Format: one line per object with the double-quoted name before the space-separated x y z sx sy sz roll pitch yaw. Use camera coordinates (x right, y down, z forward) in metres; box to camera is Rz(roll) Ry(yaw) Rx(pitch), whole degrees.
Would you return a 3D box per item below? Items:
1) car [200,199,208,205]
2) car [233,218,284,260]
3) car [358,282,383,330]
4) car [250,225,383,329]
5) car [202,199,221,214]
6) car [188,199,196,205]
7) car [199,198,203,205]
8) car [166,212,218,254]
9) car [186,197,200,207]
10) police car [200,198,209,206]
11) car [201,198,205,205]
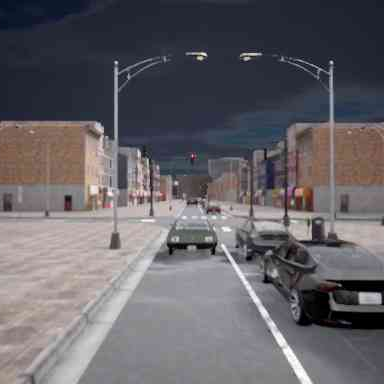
"car" 3.050 2.558 86.880 1.812 1.442 4.674 0 -1 0
"car" 2.644 1.674 12.685 2.008 1.369 4.403 0 -1 0
"car" 2.641 1.596 1.335 1.802 1.307 4.206 0 -1 0
"car" 2.642 1.633 7.009 1.947 1.339 4.313 0 -1 0
"car" 2.652 1.982 41.714 1.887 1.381 4.507 0 -1 0
"car" 0.025 2.333 81.853 2.033 1.411 5.357 0 -1 0
"car" 2.656 2.210 58.751 1.947 1.339 4.313 0 -1 0
"car" 0.007 1.739 14.112 1.895 1.301 4.718 0 -1 0
"car" 0.021 1.959 66.176 2.150 2.045 5.566 0 -1 0
"police car" 3.033 2.359 79.992 1.930 1.638 5.238 0 -1 0
"car" 2.654 2.031 47.563 1.752 1.417 4.829 0 -1 0
